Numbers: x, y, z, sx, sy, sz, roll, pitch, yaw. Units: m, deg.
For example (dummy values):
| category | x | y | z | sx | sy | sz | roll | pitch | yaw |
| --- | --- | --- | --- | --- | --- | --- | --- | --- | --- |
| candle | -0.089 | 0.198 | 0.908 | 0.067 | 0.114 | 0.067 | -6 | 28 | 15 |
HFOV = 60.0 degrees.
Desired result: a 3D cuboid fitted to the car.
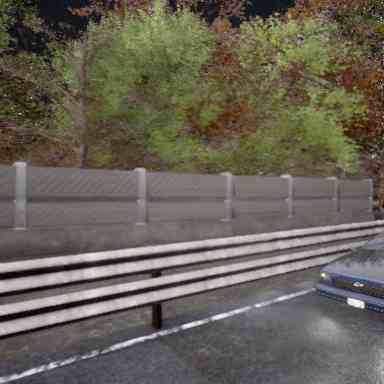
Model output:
| category | x | y | z | sx | sy | sz | roll | pitch | yaw |
| --- | --- | --- | --- | --- | --- | --- | --- | --- | --- |
| car | 4.970 | 1.491 | 7.216 | 5.357 | 1.411 | 2.033 | 0 | 0 | -35 |
